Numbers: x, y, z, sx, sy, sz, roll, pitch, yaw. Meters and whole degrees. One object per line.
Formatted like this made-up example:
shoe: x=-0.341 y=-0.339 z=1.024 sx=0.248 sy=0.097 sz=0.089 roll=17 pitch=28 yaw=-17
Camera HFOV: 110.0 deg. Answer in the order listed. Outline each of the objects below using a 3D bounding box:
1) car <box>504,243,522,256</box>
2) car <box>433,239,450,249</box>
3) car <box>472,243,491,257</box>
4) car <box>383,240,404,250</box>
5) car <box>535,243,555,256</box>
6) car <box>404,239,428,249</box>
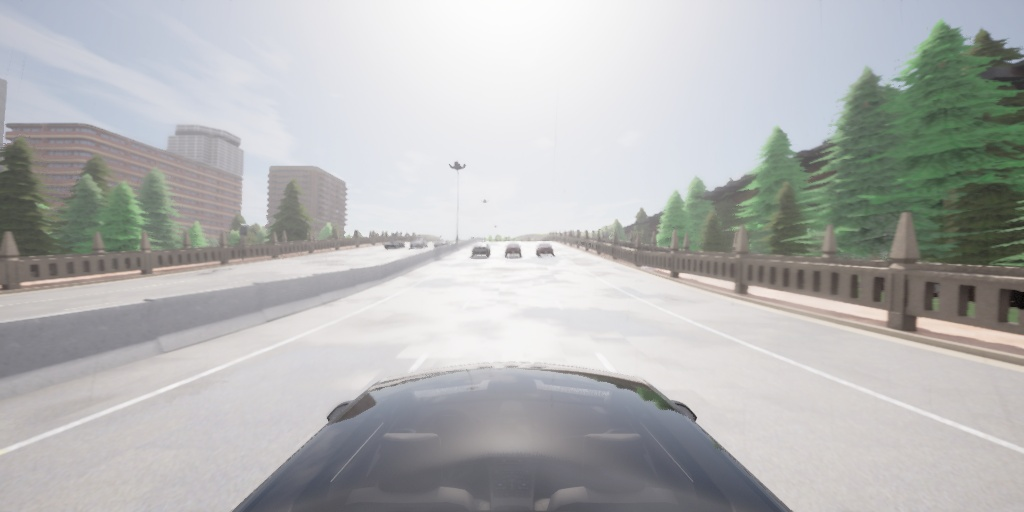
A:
car: x=0.156 y=-0.781 z=40.458 sx=1.812 sy=1.442 sz=4.674 roll=0 pitch=5 yaw=0
car: x=-10.460 y=-1.836 z=53.679 sx=2.128 sy=1.511 sz=4.902 roll=0 pitch=5 yaw=1
car: x=-3.348 y=-0.760 z=39.859 sx=2.128 sy=1.511 sz=4.902 roll=0 pitch=5 yaw=0
car: x=-17.453 y=-1.684 z=53.306 sx=1.895 sy=1.301 sz=4.718 roll=0 pitch=4 yaw=1
car: x=3.655 y=-0.778 z=40.333 sx=1.812 sy=1.442 sz=4.674 roll=0 pitch=5 yaw=0
car: x=-13.964 y=-1.831 z=53.695 sx=2.128 sy=1.511 sz=4.902 roll=0 pitch=5 yaw=0
